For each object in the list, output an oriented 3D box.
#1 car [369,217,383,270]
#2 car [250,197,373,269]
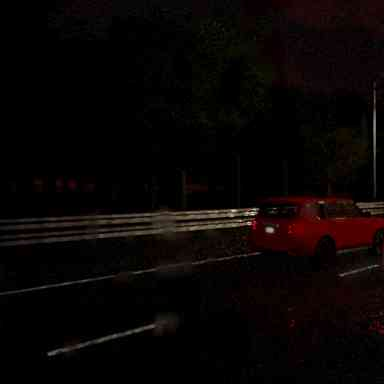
[{"bbox_3d":[6.932,1.444,8.742,5.008,1.535,1.882,0,0,-36],"label":"car"},{"bbox_3d":[4.443,1.191,11.260,5.566,2.045,2.150,0,0,-36],"label":"car"}]
